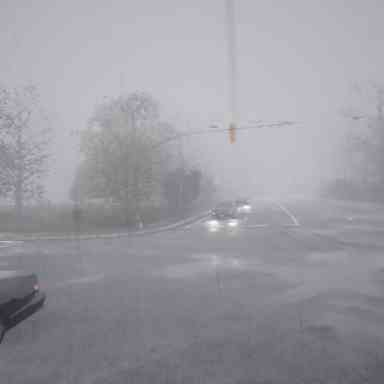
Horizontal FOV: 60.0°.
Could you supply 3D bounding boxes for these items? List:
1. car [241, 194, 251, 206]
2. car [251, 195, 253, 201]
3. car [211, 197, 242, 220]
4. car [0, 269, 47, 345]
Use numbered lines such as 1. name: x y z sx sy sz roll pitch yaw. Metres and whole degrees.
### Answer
1. car: 7.456 1.368 49.987 1.895 1.301 4.718 -3 0 12
2. car: 12.679 1.223 74.722 2.033 1.411 5.357 -3 -1 13
3. car: 2.789 1.478 27.835 1.837 1.490 4.892 -3 2 13
4. car: -4.286 1.773 3.884 2.033 1.411 5.357 -3 0 20
